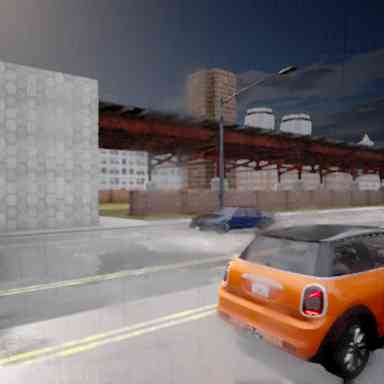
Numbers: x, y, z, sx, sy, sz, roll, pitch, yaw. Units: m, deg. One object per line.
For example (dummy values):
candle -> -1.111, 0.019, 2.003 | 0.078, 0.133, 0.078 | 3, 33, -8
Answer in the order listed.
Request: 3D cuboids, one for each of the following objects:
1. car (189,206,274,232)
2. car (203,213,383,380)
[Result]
car -> 2.455, 1.481, 18.644 | 5.357, 1.411, 2.033 | 0, 0, -36
car -> 2.692, 1.324, 5.674 | 4.553, 1.767, 2.097 | 0, 0, -34
